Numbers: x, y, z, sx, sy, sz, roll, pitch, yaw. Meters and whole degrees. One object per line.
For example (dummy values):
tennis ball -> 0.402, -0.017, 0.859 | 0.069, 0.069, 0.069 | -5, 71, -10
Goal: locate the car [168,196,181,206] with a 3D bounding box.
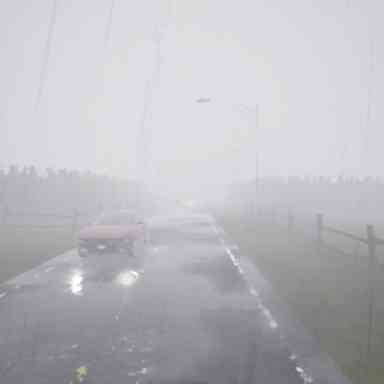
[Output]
car -> -2.817, 1.441, 54.158 | 1.882, 1.535, 5.008 | 0, 0, 0

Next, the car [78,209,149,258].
car -> -2.850, 1.458, 12.925 | 1.882, 1.535, 5.008 | 0, 0, 0
